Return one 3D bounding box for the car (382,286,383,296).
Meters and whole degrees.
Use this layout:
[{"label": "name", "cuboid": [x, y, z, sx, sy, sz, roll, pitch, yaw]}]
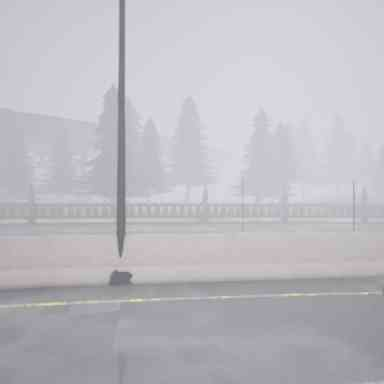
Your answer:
[{"label": "car", "cuboid": [5.942, 1.413, 5.738, 4.553, 1.767, 2.097, 0, 0, -4]}]
